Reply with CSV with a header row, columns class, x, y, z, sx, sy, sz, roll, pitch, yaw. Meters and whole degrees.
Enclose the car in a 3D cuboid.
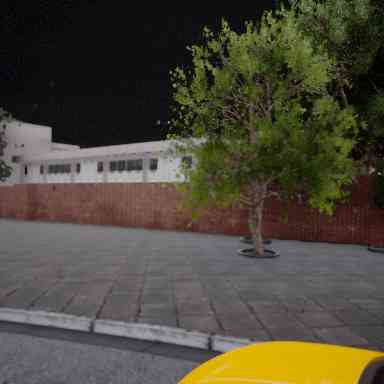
class,x,y,z,sx,sy,sz,roll,pitch,yaw
car,2.063,1.478,1.337,5.008,1.535,1.882,0,0,26
